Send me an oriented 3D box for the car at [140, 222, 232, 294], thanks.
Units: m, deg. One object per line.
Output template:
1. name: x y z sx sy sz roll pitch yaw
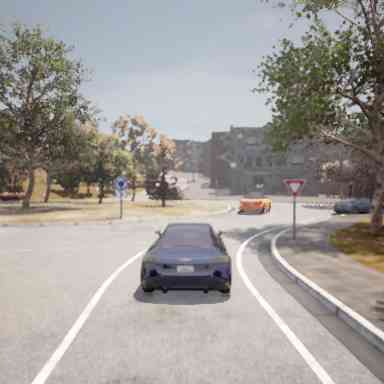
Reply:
1. car: -0.068 1.466 8.631 1.994 1.385 4.181 0 1 2

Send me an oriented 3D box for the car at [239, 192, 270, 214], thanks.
1. car: 5.528 0.855 28.964 2.097 1.767 4.553 0 1 21

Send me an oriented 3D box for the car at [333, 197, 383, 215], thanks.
1. car: 13.500 1.130 26.443 4.181 1.385 1.994 0 1 -11

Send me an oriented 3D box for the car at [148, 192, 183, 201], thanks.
1. car: -4.147 0.671 51.218 5.357 1.411 2.033 0 1 24

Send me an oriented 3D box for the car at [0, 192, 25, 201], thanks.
1. car: -27.057 0.708 49.123 1.895 1.301 4.718 1 1 45
